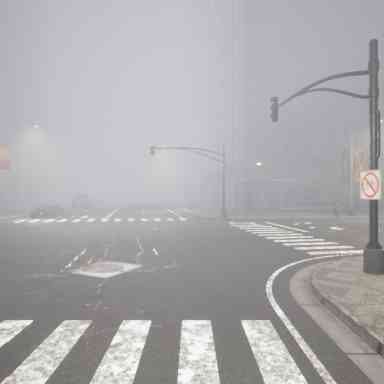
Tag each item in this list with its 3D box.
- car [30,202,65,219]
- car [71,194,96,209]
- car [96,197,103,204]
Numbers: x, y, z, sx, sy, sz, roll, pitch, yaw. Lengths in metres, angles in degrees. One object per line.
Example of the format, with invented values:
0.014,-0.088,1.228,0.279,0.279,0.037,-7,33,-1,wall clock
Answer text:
-12.553,1.575,29.100,1.994,1.385,4.181,0,0,-8,car
-15.224,1.251,46.159,2.150,2.045,5.566,0,0,-9,car
-17.768,1.615,62.291,1.994,1.385,4.181,0,0,-9,car
